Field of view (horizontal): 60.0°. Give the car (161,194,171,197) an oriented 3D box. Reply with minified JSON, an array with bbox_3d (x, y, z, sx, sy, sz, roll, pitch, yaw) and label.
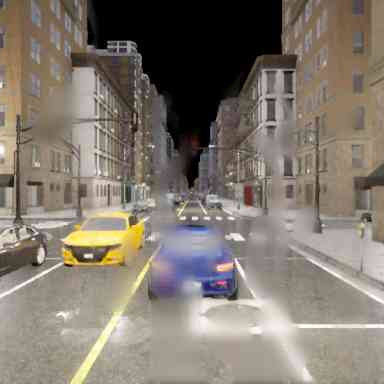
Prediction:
[{"bbox_3d":[-5.248,1.424,57.276,1.967,1.590,4.097,0,0,0],"label":"car"}]

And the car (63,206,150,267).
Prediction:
[{"bbox_3d":[-2.816,1.476,11.575,1.882,1.535,5.008,0,0,0],"label":"car"}]

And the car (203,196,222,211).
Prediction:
[{"bbox_3d":[2.756,1.540,41.035,2.008,1.369,4.403,0,0,0],"label":"car"}]

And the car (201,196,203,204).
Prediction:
[{"bbox_3d":[2.789,1.568,51.848,1.802,1.307,4.206,0,0,0],"label":"car"}]

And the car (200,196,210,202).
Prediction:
[{"bbox_3d":[2.856,1.531,73.473,2.008,1.369,4.403,0,0,0],"label":"car"}]

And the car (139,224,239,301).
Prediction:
[{"bbox_3d":[0.042,1.524,8.212,1.812,1.442,4.674,0,0,1],"label":"car"}]

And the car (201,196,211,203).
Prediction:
[{"bbox_3d":[2.839,1.547,68.066,1.947,1.339,4.313,0,0,0],"label":"car"}]

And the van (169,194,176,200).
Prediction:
[{"bbox_3d":[-5.186,1.318,89.713,1.690,1.788,3.998,0,0,0],"label":"van"}]

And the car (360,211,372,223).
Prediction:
[{"bbox_3d":[15.136,1.632,23.956,5.357,1.411,2.033,0,0,0],"label":"car"}]

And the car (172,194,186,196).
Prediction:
[{"bbox_3d":[-2.562,1.549,68.256,1.994,1.385,4.181,0,0,0],"label":"car"}]

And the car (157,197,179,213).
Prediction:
[{"bbox_3d":[-2.758,1.553,35.978,1.994,1.385,4.181,0,0,1],"label":"car"}]

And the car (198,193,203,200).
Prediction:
[{"bbox_3d":[2.823,1.298,62.660,2.192,1.841,5.009,0,0,0],"label":"car"}]

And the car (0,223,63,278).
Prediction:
[{"bbox_3d":[-5.362,1.549,8.775,2.008,1.369,4.403,0,0,0],"label":"car"}]

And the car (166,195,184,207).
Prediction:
[{"bbox_3d":[-2.699,1.587,51.467,1.895,1.301,4.718,0,0,0],"label":"car"}]

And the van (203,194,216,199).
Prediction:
[{"bbox_3d":[2.773,1.328,46.441,1.690,1.788,3.998,0,0,0],"label":"van"}]

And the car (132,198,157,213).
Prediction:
[{"bbox_3d":[-5.288,1.541,35.651,2.008,1.369,4.403,0,0,0],"label":"car"}]

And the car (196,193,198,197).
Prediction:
[{"bbox_3d":[2.922,1.520,95.097,1.887,1.381,4.507,0,0,0],"label":"car"}]
